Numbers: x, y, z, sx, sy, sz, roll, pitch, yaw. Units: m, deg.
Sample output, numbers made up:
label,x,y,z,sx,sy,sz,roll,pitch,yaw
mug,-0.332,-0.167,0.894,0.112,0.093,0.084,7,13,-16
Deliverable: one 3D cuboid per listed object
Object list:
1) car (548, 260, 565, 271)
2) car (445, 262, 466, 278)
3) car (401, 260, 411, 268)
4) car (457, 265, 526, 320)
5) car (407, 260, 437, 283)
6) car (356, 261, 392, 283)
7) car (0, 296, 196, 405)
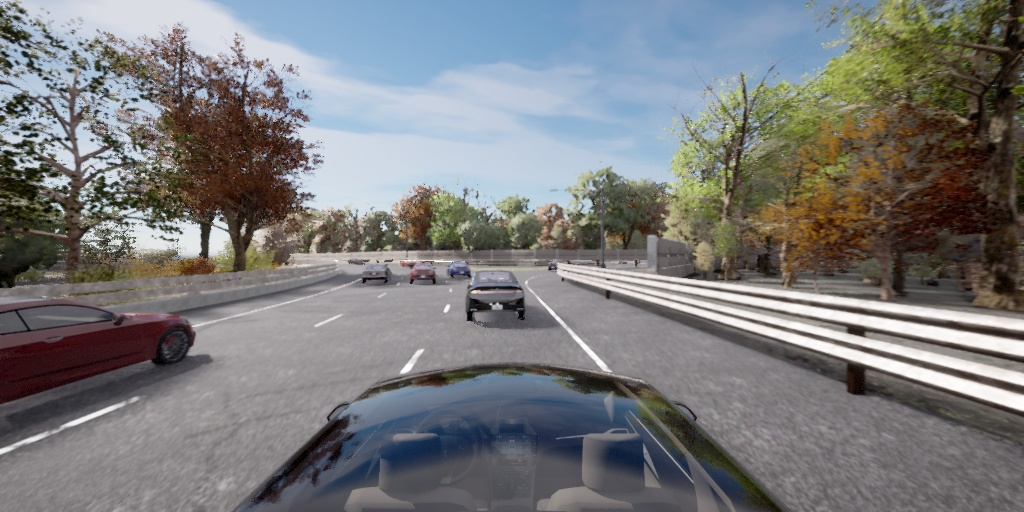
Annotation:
label,x,y,z,sx,sy,sz,roll,pitch,yaw
car,6.332,1.243,46.717,1.812,1.442,4.674,0,0,33
car,-5.126,1.287,34.113,1.812,1.442,4.674,0,0,-17
car,-17.706,1.401,61.651,1.895,1.301,4.718,0,0,-32
car,-0.664,1.242,12.600,2.128,1.511,4.902,0,0,-6
car,-6.902,1.295,27.838,1.812,1.442,4.674,0,0,-14
car,-10.526,1.329,28.114,2.033,1.411,5.357,0,0,-15
car,-7.077,1.300,5.077,1.812,1.442,4.674,0,0,-3
